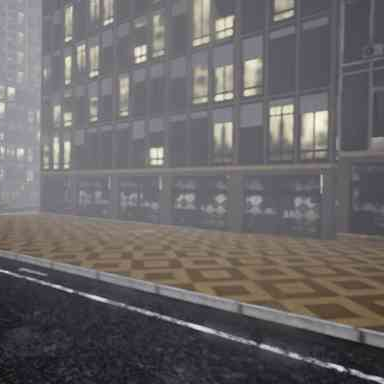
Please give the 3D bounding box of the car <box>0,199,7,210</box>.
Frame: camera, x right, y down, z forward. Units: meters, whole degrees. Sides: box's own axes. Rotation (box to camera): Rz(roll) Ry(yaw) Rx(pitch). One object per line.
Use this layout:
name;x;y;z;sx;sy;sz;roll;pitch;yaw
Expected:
car;-23.587;1.366;36.207;2.192;1.841;5.009;1;0;36

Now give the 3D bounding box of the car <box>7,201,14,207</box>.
car;-27.094;1.458;45.579;1.752;1.417;4.829;1;0;36
